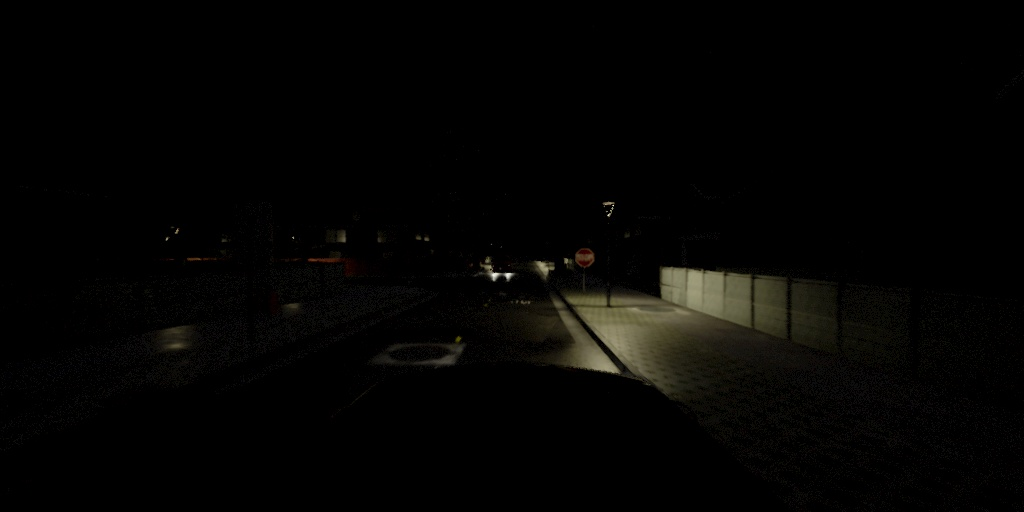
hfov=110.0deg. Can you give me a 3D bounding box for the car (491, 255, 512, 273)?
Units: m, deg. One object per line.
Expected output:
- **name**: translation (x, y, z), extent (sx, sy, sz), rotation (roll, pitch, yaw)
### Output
- **car**: translation (-1.158, 0.966, 42.678), extent (2.150, 2.045, 5.566), rotation (0, 2, 3)
